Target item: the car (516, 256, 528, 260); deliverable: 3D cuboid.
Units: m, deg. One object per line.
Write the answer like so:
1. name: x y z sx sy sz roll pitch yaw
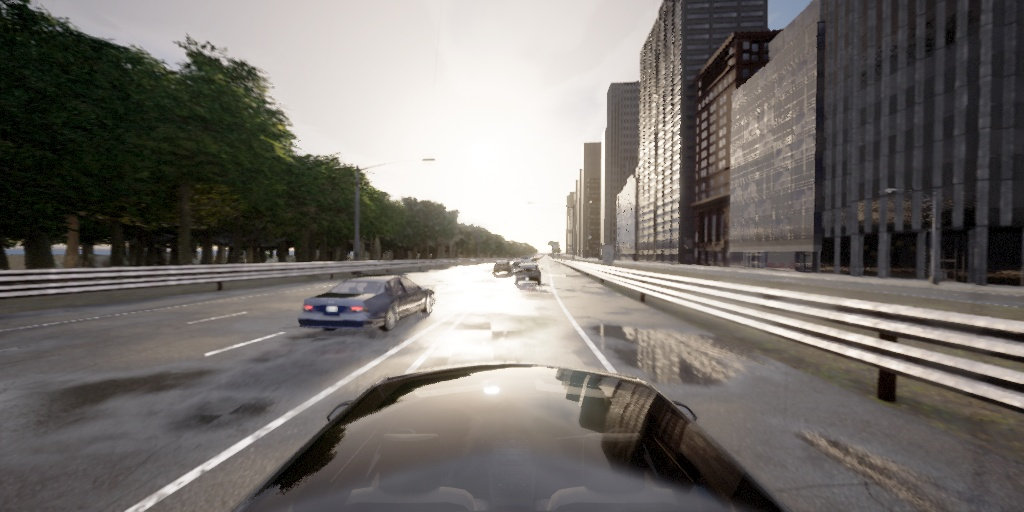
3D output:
1. car: 1.111 1.284 62.149 2.128 1.511 4.902 1 0 5

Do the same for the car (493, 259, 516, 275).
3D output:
1. car: -0.996 1.263 40.256 1.837 1.490 4.892 1 0 6

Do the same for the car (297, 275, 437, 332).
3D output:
1. car: -3.891 1.266 10.723 2.033 1.411 5.357 1 0 6

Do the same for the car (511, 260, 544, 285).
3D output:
1. car: 1.263 1.282 26.829 1.837 1.490 4.892 0 0 5
